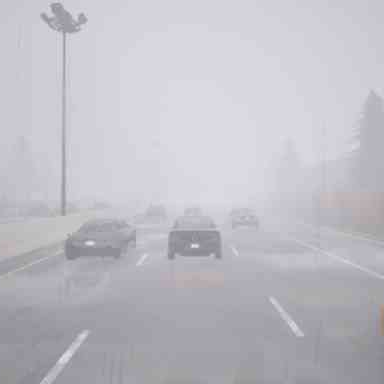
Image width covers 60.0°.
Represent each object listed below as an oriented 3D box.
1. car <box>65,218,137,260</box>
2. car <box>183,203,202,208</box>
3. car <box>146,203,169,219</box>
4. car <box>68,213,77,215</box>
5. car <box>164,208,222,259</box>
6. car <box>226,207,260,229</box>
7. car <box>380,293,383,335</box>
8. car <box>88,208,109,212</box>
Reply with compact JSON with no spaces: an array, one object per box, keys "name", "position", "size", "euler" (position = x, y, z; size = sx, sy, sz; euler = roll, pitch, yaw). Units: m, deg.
[{"name":"car","position":[-3.405,1.707,13.143],"size":[1.994,1.385,4.181],"euler":[0,-1,0]},{"name":"car","position":[0.089,1.895,34.022],"size":[1.812,1.442,4.674],"euler":[0,0,0]},{"name":"car","position":[-3.411,1.853,33.328],"size":[2.128,1.511,4.902],"euler":[0,-1,0]},{"name":"car","position":[-14.098,1.906,37.194],"size":[1.837,1.490,4.892],"euler":[0,-1,0]},{"name":"car","position":[0.096,1.623,13.311],"size":[1.882,1.535,5.008],"euler":[0,0,0]},{"name":"car","position":[3.593,1.811,24.086],"size":[2.033,1.411,5.357],"euler":[0,-1,0]},{"name":"car","position":[3.598,1.509,2.709],"size":[1.882,1.535,5.008],"euler":[0,0,0]},{"name":"car","position":[-10.596,1.921,38.484],"size":[1.837,1.490,4.892],"euler":[0,-1,0]}]
